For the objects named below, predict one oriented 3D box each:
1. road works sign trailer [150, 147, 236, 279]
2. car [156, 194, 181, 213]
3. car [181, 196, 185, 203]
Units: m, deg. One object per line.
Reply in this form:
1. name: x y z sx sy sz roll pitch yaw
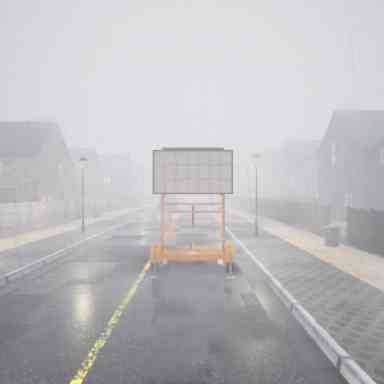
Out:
1. road works sign trailer: 0.027 0.466 10.071 2.380 3.560 2.880 0 0 1
2. car: -2.767 1.294 38.221 2.150 2.045 5.566 0 0 0
3. car: -2.586 1.682 75.612 2.097 1.767 4.553 0 -1 0
